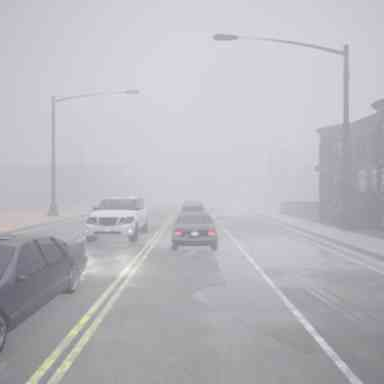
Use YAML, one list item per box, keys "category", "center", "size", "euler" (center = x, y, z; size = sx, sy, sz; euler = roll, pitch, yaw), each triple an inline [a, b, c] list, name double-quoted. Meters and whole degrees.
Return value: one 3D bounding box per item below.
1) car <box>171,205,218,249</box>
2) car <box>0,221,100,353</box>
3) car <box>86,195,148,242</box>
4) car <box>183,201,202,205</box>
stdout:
- category: "car"
  center: [0.099, 1.526, 14.329]
  size: [2.033, 1.411, 5.357]
  euler: [0, 0, 0]
- category: "car"
  center: [-3.501, 1.538, 6.059]
  size: [2.033, 1.411, 5.357]
  euler: [0, 0, 0]
- category: "car"
  center: [-3.500, 1.197, 16.512]
  size: [2.150, 2.045, 5.566]
  euler: [0, 0, 0]
- category: "car"
  center: [0.077, 1.437, 26.848]
  size: [1.882, 1.535, 5.008]
  euler: [0, 0, 0]
